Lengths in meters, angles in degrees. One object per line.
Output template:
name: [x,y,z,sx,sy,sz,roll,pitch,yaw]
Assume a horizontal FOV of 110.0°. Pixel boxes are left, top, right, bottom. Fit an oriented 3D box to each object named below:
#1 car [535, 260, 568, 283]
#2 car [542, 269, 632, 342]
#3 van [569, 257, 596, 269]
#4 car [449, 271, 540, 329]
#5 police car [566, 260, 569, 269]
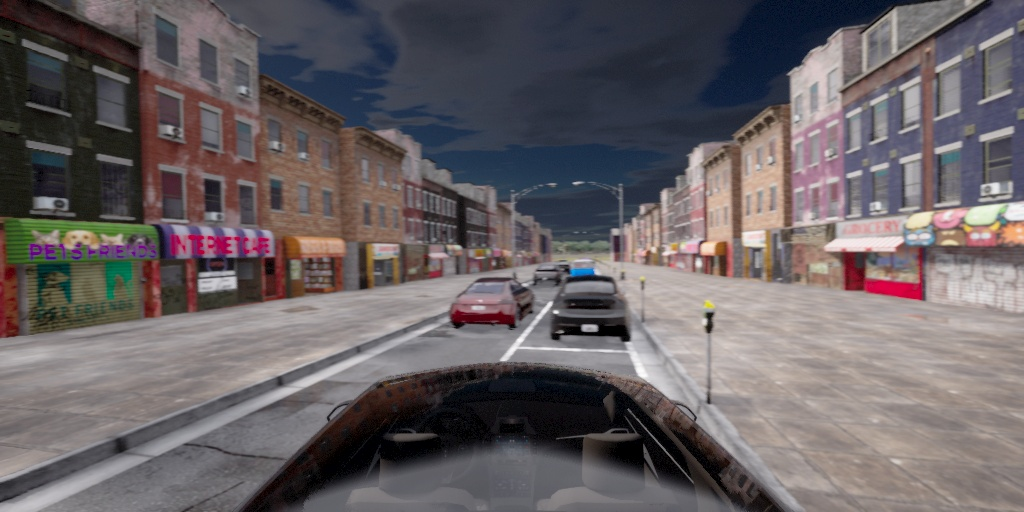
car: [2.732,1.332,26.512,2.128,1.511,4.902,-1,0,12]
car: [2.122,1.262,9.828,1.837,1.490,4.892,-1,0,12]
van: [5.319,1.136,26.416,1.690,1.789,3.998,0,0,12]
car: [-0.475,1.377,11.631,1.994,1.385,4.181,-1,0,12]
police car: [6.062,1.297,42.442,1.930,1.638,5.238,-1,0,12]
